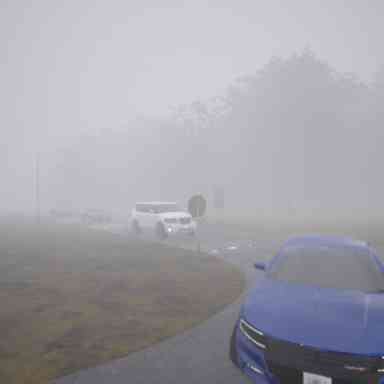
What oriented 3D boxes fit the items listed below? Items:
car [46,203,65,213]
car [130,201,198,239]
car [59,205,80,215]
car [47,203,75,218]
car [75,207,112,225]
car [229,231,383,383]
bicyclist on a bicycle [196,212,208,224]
[{"bbox_3d":[-24.275,2.794,59.019,2.097,1.767,4.553,-1,-1,-35],"label":"car"},{"bbox_3d":[-1.839,1.583,20.170,2.150,2.045,5.566,-1,-1,-34],"label":"car"},{"bbox_3d":[-18.723,2.740,50.709,1.994,1.385,4.181,-1,-1,-33],"label":"car"},{"bbox_3d":[-16.549,2.482,42.265,1.882,1.535,5.008,-1,-1,-34],"label":"car"},{"bbox_3d":[-8.998,2.172,30.887,1.837,1.490,4.892,-1,-1,-34],"label":"car"},{"bbox_3d":[2.168,1.478,5.361,1.882,1.535,5.008,1,0,24],"label":"car"},{"bbox_3d":[0.645,1.860,27.204,1.656,1.620,0.582,0,-1,-34],"label":"bicyclist on a bicycle"}]
